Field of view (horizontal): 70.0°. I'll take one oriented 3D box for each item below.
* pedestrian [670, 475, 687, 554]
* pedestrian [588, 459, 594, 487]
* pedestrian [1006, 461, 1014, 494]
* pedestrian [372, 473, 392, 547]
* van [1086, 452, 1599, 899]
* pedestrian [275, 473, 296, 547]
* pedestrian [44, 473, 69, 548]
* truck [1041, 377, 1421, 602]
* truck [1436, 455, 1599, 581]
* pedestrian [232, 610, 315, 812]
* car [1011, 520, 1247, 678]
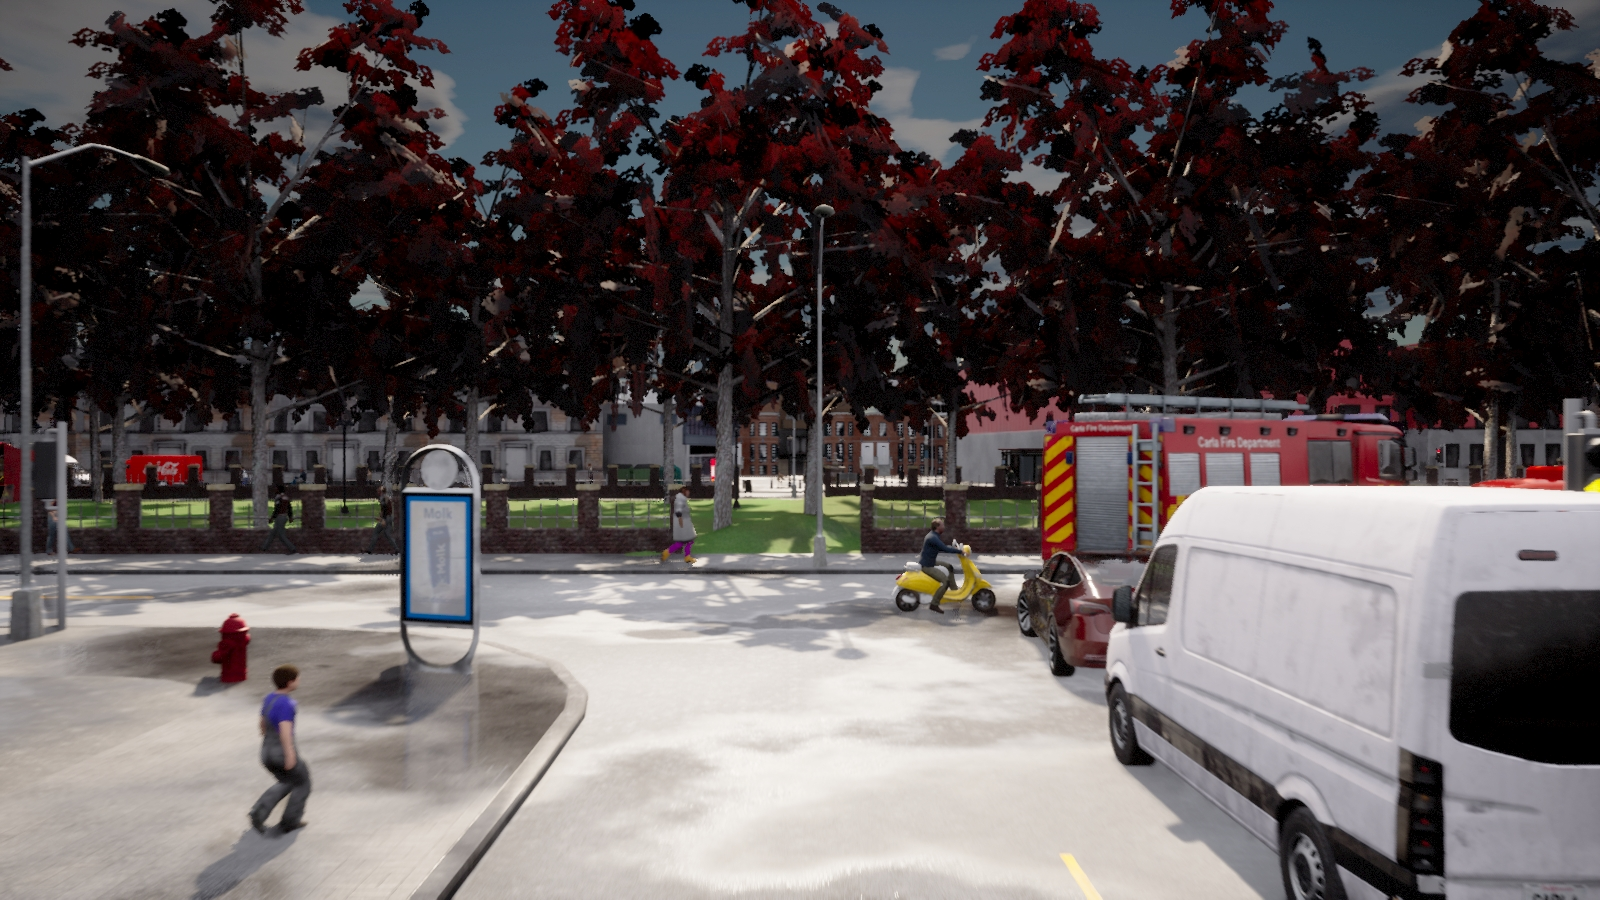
[{"bbox_3d":[-2.905,1.523,27.241,0.375,1.860,0.375,0,0,-1],"label":"pedestrian"},{"bbox_3d":[-13.964,1.524,76.231,0.375,1.860,0.375,0,0,-4],"label":"pedestrian"},{"bbox_3d":[11.813,1.526,64.320,0.375,1.860,0.375,0,0,-1],"label":"pedestrian"},{"bbox_3d":[-10.595,1.523,28.974,0.375,1.860,0.375,0,0,-1],"label":"pedestrian"},{"bbox_3d":[3.853,1.312,8.332,1.988,2.561,5.915,0,0,-1],"label":"van"},{"bbox_3d":[-13.038,1.525,28.953,0.375,1.860,0.375,0,0,0],"label":"pedestrian"},{"bbox_3d":[-18.775,1.525,28.861,0.375,1.860,0.375,0,0,7],"label":"pedestrian"},{"bbox_3d":[8.890,0.671,23.039,8.468,3.827,2.891,0,0,-35],"label":"truck"},{"bbox_3d":[16.626,1.348,23.884,5.204,2.467,2.627,0,0,-1],"label":"truck"},{"bbox_3d":[-3.685,1.804,8.000,0.375,1.300,0.375,0,0,30],"label":"pedestrian"},{"bbox_3d":[4.197,1.843,15.459,2.163,1.488,4.792,0,0,5],"label":"car"}]
